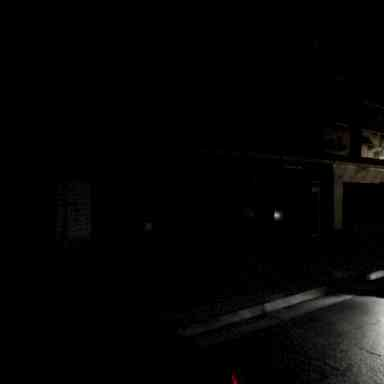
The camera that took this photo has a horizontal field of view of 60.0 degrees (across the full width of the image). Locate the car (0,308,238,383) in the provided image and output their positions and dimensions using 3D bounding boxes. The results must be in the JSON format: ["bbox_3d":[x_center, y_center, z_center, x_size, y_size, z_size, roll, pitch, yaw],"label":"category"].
[{"bbox_3d":[-1.617,1.565,1.910,4.181,1.385,1.994,0,0,-35],"label":"car"}]
